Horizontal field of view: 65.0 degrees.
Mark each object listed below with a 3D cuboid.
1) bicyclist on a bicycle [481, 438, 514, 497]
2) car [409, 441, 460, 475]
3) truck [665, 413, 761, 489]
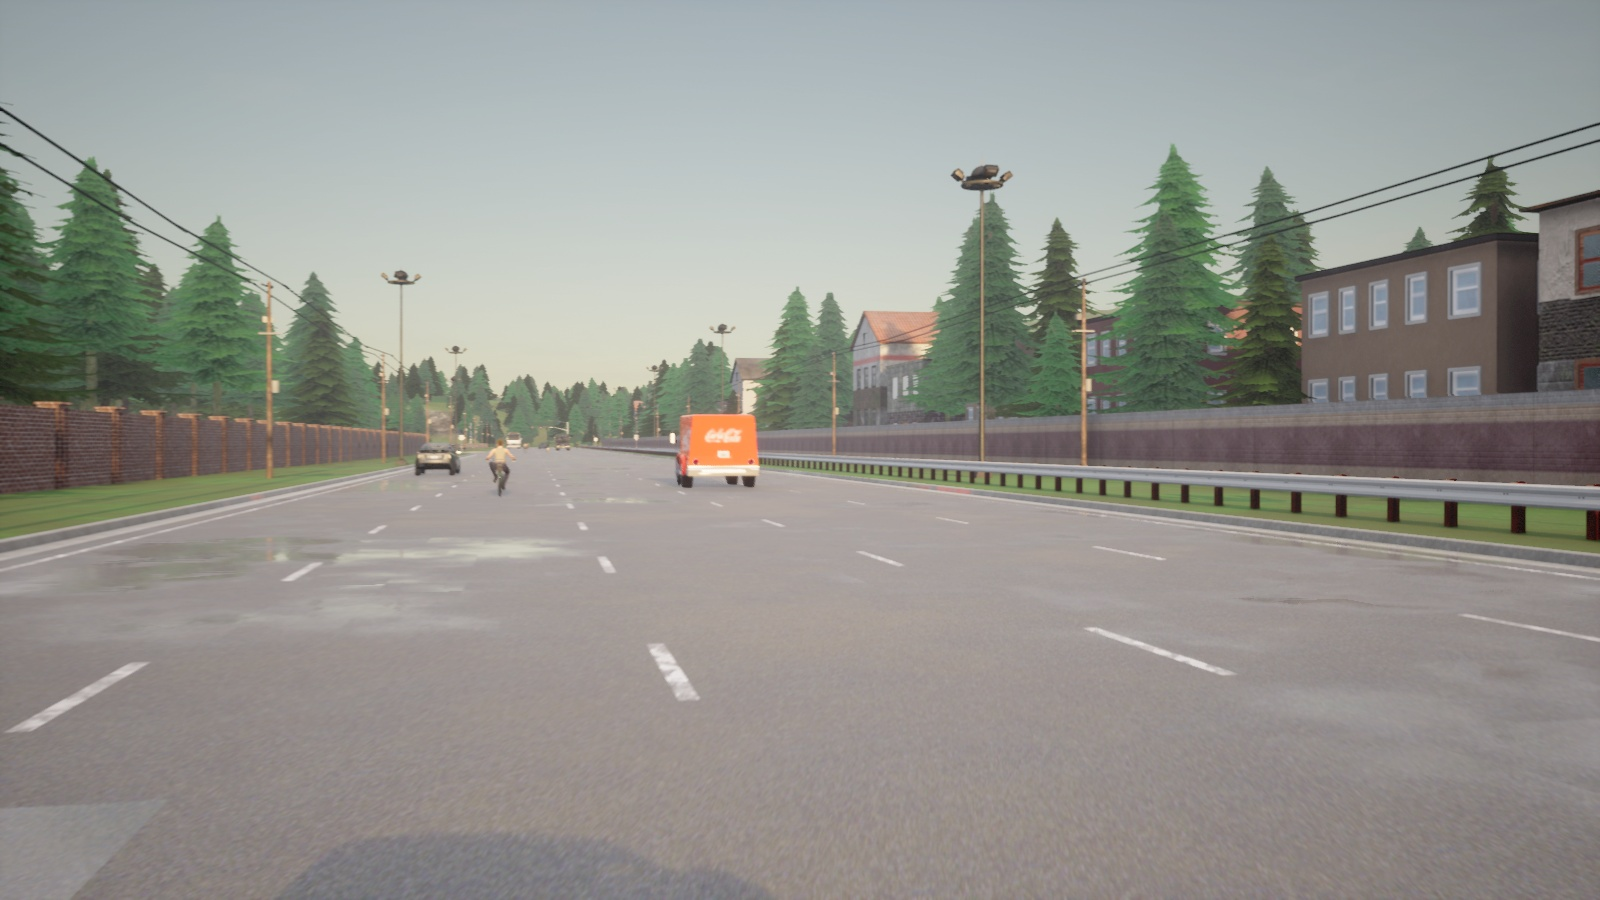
[{"bbox_3d":[-8.510,0.479,35.362,0.866,1.612,1.509,0,0,-12],"label":"bicyclist on a bicycle"},{"bbox_3d":[-17.290,0.347,59.543,2.007,1.525,4.514,0,0,-12],"label":"car"},{"bbox_3d":[-3.108,0.016,43.554,2.627,2.467,5.204,0,0,-12],"label":"truck"}]
